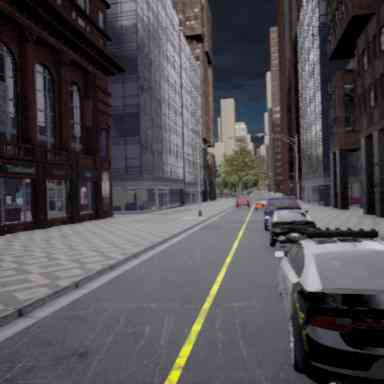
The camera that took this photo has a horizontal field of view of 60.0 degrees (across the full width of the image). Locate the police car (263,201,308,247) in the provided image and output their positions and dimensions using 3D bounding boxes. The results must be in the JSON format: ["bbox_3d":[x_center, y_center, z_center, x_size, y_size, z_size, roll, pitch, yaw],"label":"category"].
[{"bbox_3d":[4.474,1.467,15.396,1.930,1.638,5.238,-2,-1,11],"label":"police car"}]

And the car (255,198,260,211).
[{"bbox_3d":[9.671,1.553,45.277,2.097,1.767,4.553,-2,-1,12],"label":"car"}]

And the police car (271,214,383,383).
[{"bbox_3d":[2.485,1.417,5.595,1.930,1.638,5.238,-2,-1,11],"label":"police car"}]

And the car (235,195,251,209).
[{"bbox_3d":[8.263,1.547,53.681,2.150,2.045,5.566,-2,-1,11],"label":"car"}]

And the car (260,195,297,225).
[{"bbox_3d":[5.647,1.295,21.199,2.150,2.045,5.566,-2,-1,11],"label":"car"}]
